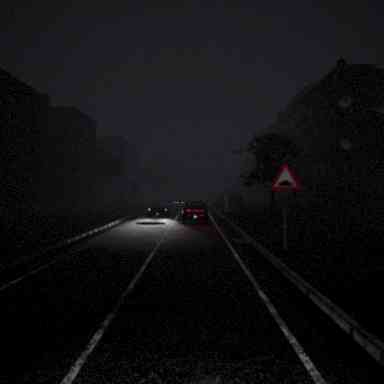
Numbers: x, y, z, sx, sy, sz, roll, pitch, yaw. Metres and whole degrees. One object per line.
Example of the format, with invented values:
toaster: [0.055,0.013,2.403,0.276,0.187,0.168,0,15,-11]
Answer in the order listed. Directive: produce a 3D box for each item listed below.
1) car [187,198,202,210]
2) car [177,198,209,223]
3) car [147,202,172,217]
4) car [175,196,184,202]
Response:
car: [0.340,1.536,42.803,1.895,1.301,4.718,0,0,0]
car: [0.224,1.454,24.646,2.128,1.511,4.902,-1,0,0]
car: [-2.929,1.566,30.569,1.895,1.301,4.718,0,0,0]
car: [-2.596,1.476,71.645,1.994,1.385,4.181,0,0,0]
